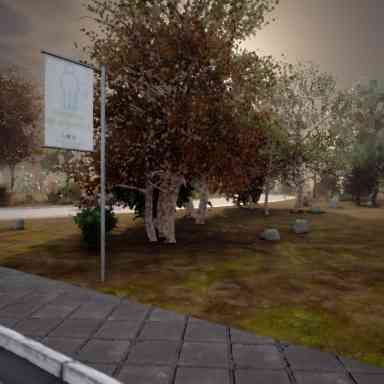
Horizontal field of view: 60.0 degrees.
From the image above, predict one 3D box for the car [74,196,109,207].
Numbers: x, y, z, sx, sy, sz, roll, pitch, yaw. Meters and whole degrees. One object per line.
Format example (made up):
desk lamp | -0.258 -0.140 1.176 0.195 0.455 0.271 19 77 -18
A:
car | -12.951 1.196 44.569 2.150 2.045 5.566 0 0 38
